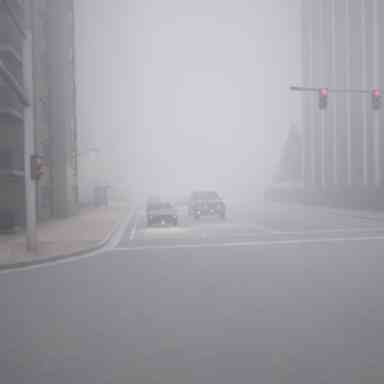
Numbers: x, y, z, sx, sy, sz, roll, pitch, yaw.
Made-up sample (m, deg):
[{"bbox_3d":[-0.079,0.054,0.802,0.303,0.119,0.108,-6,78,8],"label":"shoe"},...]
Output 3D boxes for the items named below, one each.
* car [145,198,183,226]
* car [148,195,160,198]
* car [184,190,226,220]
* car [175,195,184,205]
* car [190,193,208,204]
[{"bbox_3d":[-2.046,1.341,21.877,2.033,1.411,5.357,-1,1,-8],"label":"car"},{"bbox_3d":[-4.726,1.118,41.170,2.128,1.511,4.902,-1,1,-8],"label":"car"},{"bbox_3d":[0.987,0.918,25.376,2.150,2.045,5.566,-1,1,-8],"label":"car"},{"bbox_3d":[-1.320,1.098,42.117,2.033,1.411,5.357,-1,1,-8],"label":"car"},{"bbox_3d":[1.028,0.969,51.047,1.994,1.385,4.181,-1,1,-8],"label":"car"}]
